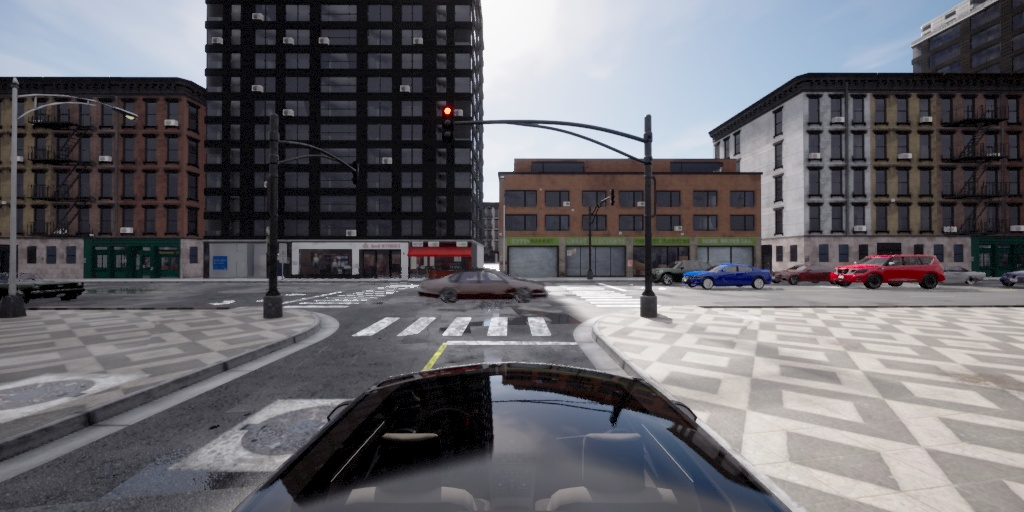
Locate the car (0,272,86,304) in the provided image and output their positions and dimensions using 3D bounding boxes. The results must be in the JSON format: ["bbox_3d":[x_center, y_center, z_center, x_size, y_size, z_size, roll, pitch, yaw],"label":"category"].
[{"bbox_3d":[-21.368,1.349,15.220,4.718,1.301,1.895,0,0,0],"label":"car"}]

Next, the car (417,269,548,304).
[{"bbox_3d":[-1.220,1.257,15.290,5.357,1.411,2.033,0,0,0],"label":"car"}]

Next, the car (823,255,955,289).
[{"bbox_3d":[23.022,0.936,22.076,5.566,2.045,2.150,0,0,0],"label":"car"}]

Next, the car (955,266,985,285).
[{"bbox_3d":[29.988,1.328,25.340,4.718,1.301,1.895,0,0,0],"label":"car"}]

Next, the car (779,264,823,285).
[{"bbox_3d":[20.784,1.272,25.303,4.674,1.442,1.812,0,0,0],"label":"car"}]

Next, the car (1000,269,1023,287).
[{"bbox_3d":[33.246,1.219,22.102,4.674,1.442,1.812,0,0,0],"label":"car"}]

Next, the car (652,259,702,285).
[{"bbox_3d":[11.957,1.116,25.289,4.553,1.767,2.097,0,0,0],"label":"car"}]

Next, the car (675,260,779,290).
[{"bbox_3d":[13.096,1.213,22.031,5.008,1.535,1.882,0,0,-2],"label":"car"}]
